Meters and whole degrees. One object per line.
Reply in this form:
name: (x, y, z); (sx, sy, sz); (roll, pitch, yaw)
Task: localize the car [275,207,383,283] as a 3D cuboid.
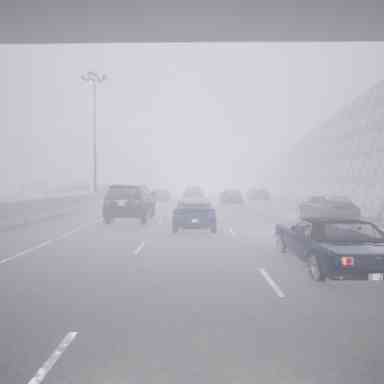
car: (3.604, 1.303, 8.719); (1.895, 1.301, 4.718); (0, 2, 0)

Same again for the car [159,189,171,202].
car: (-3.381, 0.327, 36.643); (1.994, 1.385, 4.181); (0, 2, 0)

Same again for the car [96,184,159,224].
car: (-3.390, 0.588, 18.684); (2.150, 2.045, 5.566); (0, 2, 0)

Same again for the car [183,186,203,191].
car: (0.121, 0.134, 36.093); (2.097, 1.767, 4.553); (0, 2, 0)

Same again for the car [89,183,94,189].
car: (-13.971, -0.618, 51.901); (1.882, 1.535, 5.008); (0, 2, 0)

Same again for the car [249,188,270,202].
car: (7.120, 0.275, 36.034); (2.128, 1.511, 4.902); (0, 2, 0)

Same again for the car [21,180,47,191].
car: (-24.471, -0.806, 51.871); (2.150, 2.045, 5.566); (0, 2, 0)

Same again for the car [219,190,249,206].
car: (3.617, 0.500, 31.009); (2.033, 1.411, 5.357); (0, 2, 0)

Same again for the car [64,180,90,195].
car: (-17.471, -0.869, 51.865); (2.150, 2.045, 5.566); (0, 2, 0)

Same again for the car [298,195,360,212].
car: (7.109, 0.902, 17.771); (1.837, 1.490, 4.892); (0, 2, 0)

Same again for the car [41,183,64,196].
car: (-20.971, -0.292, 51.916); (2.033, 1.411, 5.357); (0, 2, 0)

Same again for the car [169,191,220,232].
car: (0.108, 0.937, 15.925); (1.882, 1.535, 5.008); (0, 2, 0)
